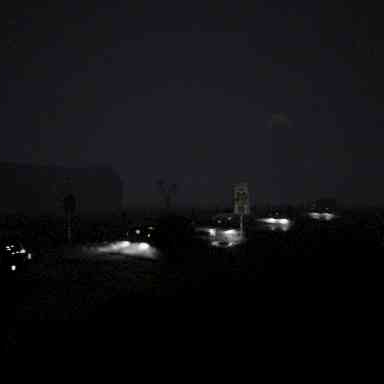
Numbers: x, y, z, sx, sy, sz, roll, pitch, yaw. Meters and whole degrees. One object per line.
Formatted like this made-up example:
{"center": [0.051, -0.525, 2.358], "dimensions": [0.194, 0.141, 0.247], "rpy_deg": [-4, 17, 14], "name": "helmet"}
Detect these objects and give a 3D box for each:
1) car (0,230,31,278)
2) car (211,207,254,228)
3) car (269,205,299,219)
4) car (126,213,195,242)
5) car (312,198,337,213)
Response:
{"center": [-7.012, 1.365, 8.075], "dimensions": [5.566, 2.045, 2.150], "rpy_deg": [1, 0, -20], "name": "car"}
{"center": [3.274, 1.881, 25.758], "dimensions": [1.812, 1.442, 4.674], "rpy_deg": [-1, -1, 34], "name": "car"}
{"center": [9.610, 2.019, 34.524], "dimensions": [1.994, 1.385, 4.181], "rpy_deg": [-1, -1, 37], "name": "car"}
{"center": [-1.612, 1.834, 18.281], "dimensions": [1.994, 1.385, 4.181], "rpy_deg": [-1, -1, 34], "name": "car"}
{"center": [18.713, 1.823, 46.653], "dimensions": [2.150, 2.045, 5.566], "rpy_deg": [-1, -1, 37], "name": "car"}
